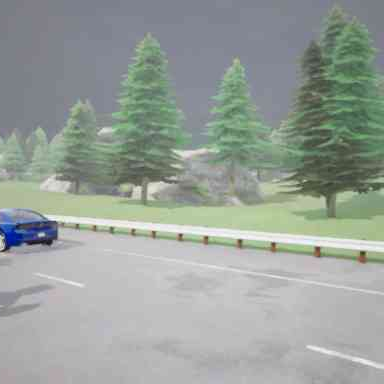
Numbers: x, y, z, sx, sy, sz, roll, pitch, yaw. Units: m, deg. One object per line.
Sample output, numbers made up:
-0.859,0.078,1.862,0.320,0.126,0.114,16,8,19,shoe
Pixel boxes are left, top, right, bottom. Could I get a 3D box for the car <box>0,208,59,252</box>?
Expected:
-7.532,1.409,13.632,5.008,1.535,1.882,0,0,35,car
